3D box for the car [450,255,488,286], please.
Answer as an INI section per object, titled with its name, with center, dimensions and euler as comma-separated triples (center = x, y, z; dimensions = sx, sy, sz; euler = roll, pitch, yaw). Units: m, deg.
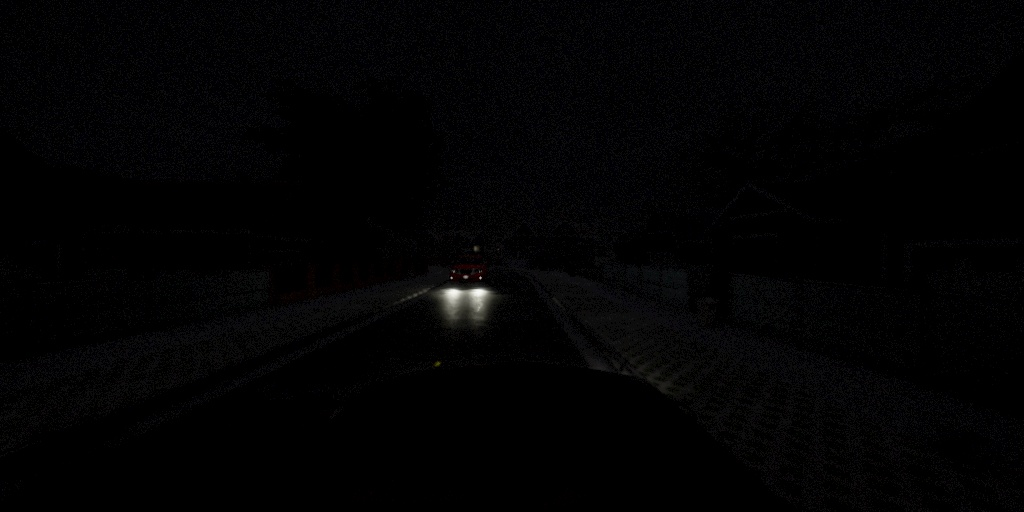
[car]
center = -2.864, 0.919, 24.906
dimensions = 2.150, 2.045, 5.566
euler = 0, 0, 0
